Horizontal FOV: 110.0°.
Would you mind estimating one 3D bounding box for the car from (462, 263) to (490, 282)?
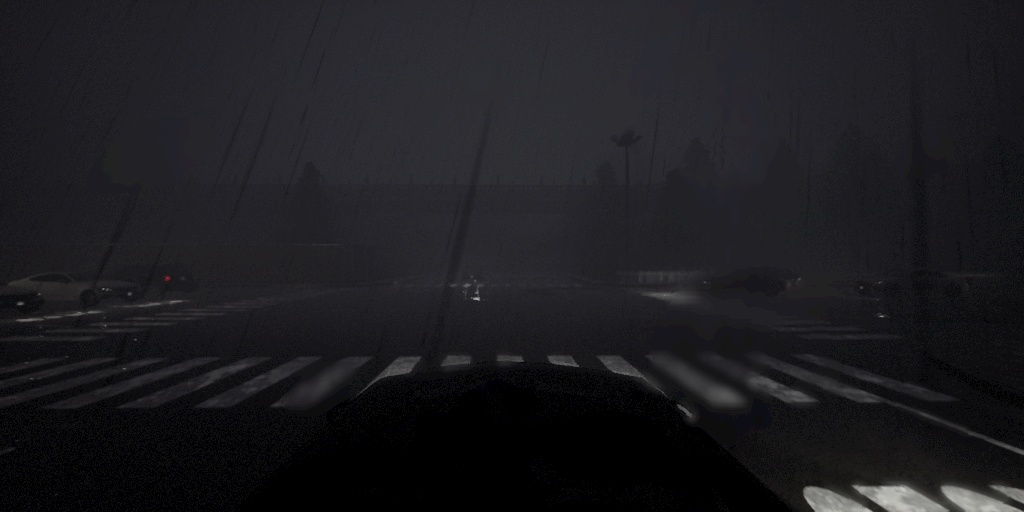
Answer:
[{"bbox_3d":[-3.574,1.607,34.177,2.128,1.511,4.902,0,-1,0],"label":"car"}]

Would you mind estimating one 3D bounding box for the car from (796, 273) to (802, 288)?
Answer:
[{"bbox_3d":[15.464,1.437,22.722,4.892,1.490,1.837,0,-1,2],"label":"car"}]

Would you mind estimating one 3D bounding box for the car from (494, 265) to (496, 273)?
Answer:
[{"bbox_3d":[-3.539,1.829,55.066,1.882,1.535,5.008,0,-1,1],"label":"car"}]

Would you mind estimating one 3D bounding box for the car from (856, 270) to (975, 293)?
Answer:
[{"bbox_3d":[24.706,1.527,22.137,4.718,1.301,1.895,0,-1,10],"label":"car"}]

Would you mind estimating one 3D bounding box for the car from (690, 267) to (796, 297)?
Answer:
[{"bbox_3d":[12.183,1.420,19.406,4.674,1.442,1.812,0,-1,1],"label":"car"}]

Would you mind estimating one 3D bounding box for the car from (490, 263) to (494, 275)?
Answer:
[{"bbox_3d":[-3.579,1.738,44.582,1.837,1.490,4.892,0,-1,0],"label":"car"}]

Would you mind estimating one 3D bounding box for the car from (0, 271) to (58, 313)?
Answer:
[{"bbox_3d":[-19.046,1.337,12.198,4.674,1.442,1.812,0,-1,0],"label":"car"}]

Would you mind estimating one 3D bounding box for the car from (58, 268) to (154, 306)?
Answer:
[{"bbox_3d":[-19.061,1.377,15.702,4.674,1.442,1.812,0,-1,0],"label":"car"}]

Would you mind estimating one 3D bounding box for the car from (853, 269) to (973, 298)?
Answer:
[{"bbox_3d":[21.059,1.417,19.025,4.674,1.442,1.812,0,-1,5],"label":"car"}]

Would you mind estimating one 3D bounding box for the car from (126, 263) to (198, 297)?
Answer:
[{"bbox_3d":[-19.888,1.244,19.379,4.553,1.767,2.097,0,-1,0],"label":"car"}]

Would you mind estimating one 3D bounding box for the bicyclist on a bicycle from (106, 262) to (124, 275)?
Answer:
[{"bbox_3d":[-29.417,1.275,26.670,0.582,1.620,1.656,0,0,0],"label":"bicyclist on a bicycle"}]
